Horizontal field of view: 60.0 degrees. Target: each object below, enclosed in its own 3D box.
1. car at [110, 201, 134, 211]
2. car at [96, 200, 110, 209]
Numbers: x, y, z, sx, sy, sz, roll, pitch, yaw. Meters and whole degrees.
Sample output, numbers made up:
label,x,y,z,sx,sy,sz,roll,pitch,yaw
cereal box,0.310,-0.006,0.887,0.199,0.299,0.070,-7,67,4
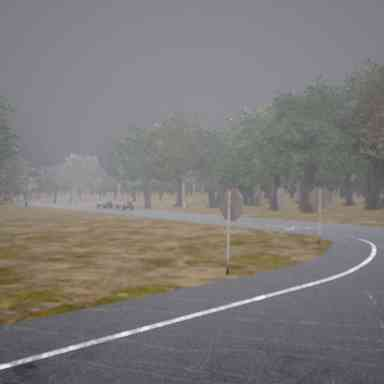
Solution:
label,x,y,z,sx,sy,sz,roll,pitch,yaw
car,-10.906,2.166,53.075,1.837,1.490,4.892,2,-2,-34
car,-15.876,2.309,60.200,1.837,1.490,4.892,2,-2,-35
